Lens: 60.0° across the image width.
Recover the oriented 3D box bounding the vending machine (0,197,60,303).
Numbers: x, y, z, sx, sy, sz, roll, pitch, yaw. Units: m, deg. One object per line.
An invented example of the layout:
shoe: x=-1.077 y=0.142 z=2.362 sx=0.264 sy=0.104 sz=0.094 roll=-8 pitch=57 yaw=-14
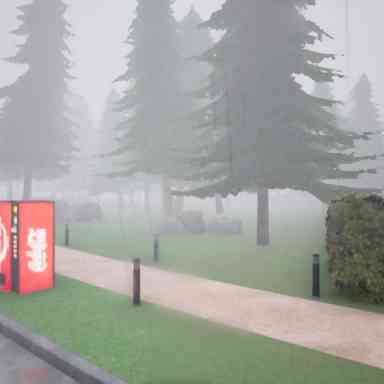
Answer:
vending machine: x=-3.677 y=1.173 z=7.358 sx=0.880 sy=2.100 sz=1.100 roll=0 pitch=0 yaw=40
